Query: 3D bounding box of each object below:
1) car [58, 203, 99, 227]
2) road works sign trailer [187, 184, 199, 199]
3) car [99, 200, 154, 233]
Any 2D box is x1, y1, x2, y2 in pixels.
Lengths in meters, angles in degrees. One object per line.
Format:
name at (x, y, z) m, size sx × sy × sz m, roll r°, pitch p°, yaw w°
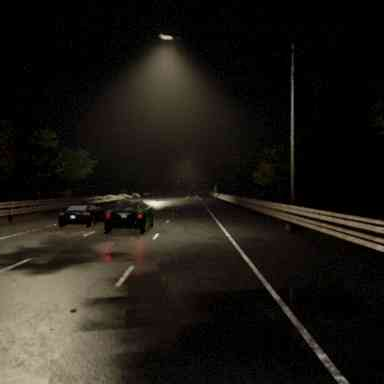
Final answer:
car at (-6.864, 1.400, 21.178) m, size 1.994 × 1.385 × 4.181 m, roll 0°, pitch 0°, yaw 0°
road works sign trailer at (0.122, -0.165, 76.927) m, size 2.380 × 3.560 × 2.880 m, roll 0°, pitch 0°, yaw 0°
car at (-3.371, 1.208, 18.608) m, size 2.097 × 1.767 × 4.553 m, roll 0°, pitch 0°, yaw 0°
